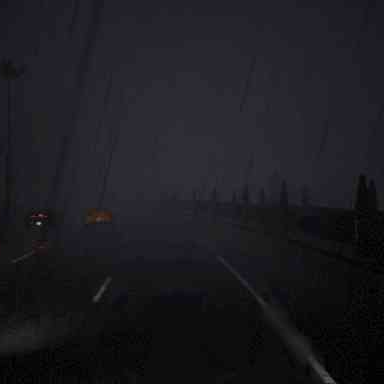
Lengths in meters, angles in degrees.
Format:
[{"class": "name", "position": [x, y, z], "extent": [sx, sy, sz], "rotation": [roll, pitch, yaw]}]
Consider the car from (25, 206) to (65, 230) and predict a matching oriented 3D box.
[{"class": "car", "position": [-9.959, 1.700, 22.795], "extent": [1.837, 1.490, 4.892], "rotation": [0, 0, -13]}]

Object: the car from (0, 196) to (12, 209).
[{"class": "car", "position": [-26.703, 1.639, 46.798], "extent": [2.150, 2.045, 5.566], "rotation": [0, 0, -24]}]

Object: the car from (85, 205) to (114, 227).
[{"class": "car", "position": [-6.860, 1.679, 24.731], "extent": [1.882, 1.535, 5.008], "rotation": [0, 0, -14]}]
